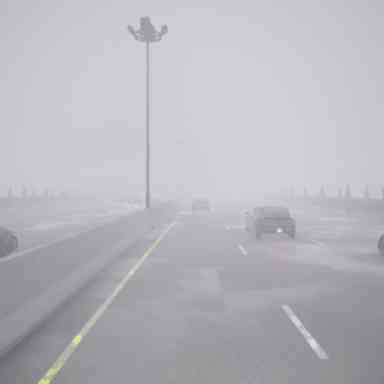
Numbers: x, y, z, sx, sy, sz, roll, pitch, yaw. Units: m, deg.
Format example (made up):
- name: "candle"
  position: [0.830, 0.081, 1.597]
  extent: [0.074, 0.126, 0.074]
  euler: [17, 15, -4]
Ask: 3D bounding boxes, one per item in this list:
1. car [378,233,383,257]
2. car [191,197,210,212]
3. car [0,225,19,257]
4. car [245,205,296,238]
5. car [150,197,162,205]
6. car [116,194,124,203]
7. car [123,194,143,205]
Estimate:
- name: "car"
  position: [7.231, 1.485, 9.419]
  extent: [1.812, 1.442, 4.674]
  euler: [0, 0, 1]
- name: "car"
  position: [0.906, 1.329, 35.957]
  extent: [2.128, 1.511, 4.902]
  euler: [0, 0, 2]
- name: "car"
  position: [-6.973, 1.517, 9.733]
  extent: [1.994, 1.385, 4.181]
  euler: [0, 0, 1]
- name: "car"
  position: [3.906, 1.429, 17.033]
  extent: [1.837, 1.490, 4.892]
  euler: [0, 0, 1]
- name: "car"
  position: [-5.845, 1.366, 51.369]
  extent: [1.895, 1.301, 4.718]
  euler: [0, 0, 2]
- name: "car"
  position: [-12.559, 1.227, 60.736]
  extent: [1.837, 1.490, 4.892]
  euler: [0, 0, 2]
- name: "car"
  position: [-9.248, 1.241, 54.500]
  extent: [2.128, 1.511, 4.902]
  euler: [0, 0, 2]
